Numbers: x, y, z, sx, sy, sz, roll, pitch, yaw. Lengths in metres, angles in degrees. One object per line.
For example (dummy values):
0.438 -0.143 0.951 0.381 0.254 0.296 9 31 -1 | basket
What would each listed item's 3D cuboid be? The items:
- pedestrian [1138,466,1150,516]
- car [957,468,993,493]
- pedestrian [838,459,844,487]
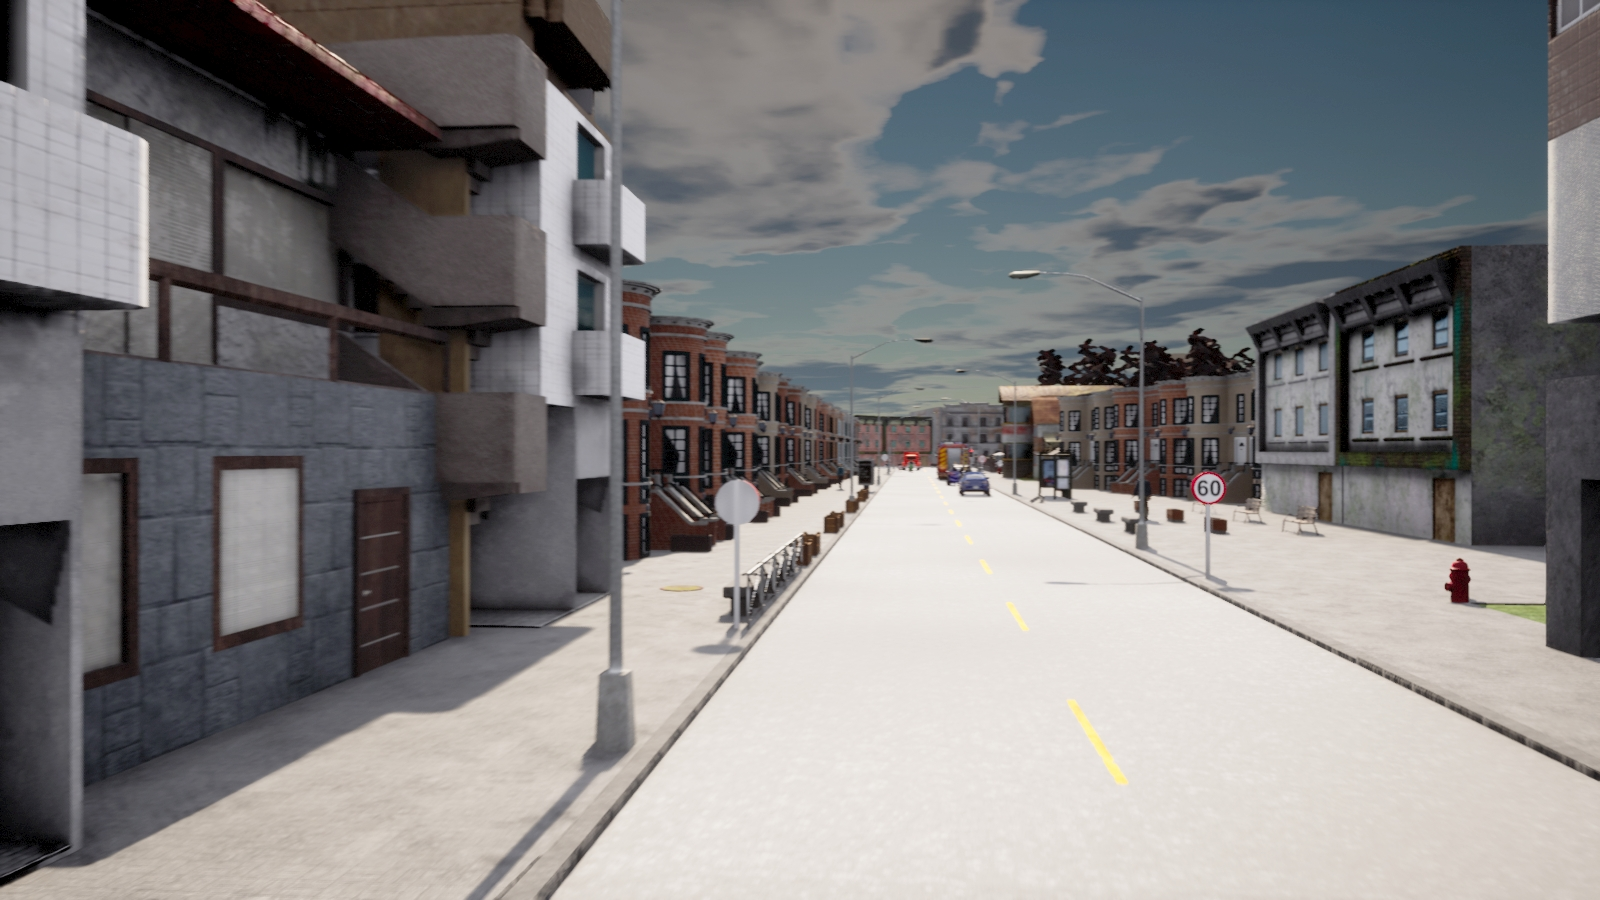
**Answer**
13.021 1.541 43.247 0.375 1.860 0.375 0 0 2 | pedestrian
10.915 1.879 71.610 2.002 1.442 4.674 0 0 6 | car
2.765 1.537 77.293 0.375 1.860 0.375 0 0 -4 | pedestrian
